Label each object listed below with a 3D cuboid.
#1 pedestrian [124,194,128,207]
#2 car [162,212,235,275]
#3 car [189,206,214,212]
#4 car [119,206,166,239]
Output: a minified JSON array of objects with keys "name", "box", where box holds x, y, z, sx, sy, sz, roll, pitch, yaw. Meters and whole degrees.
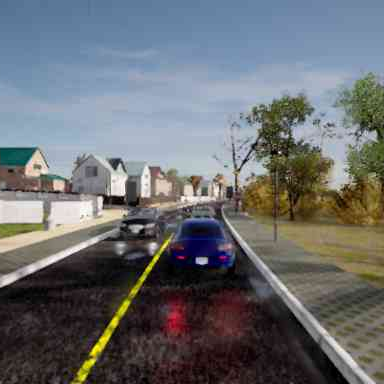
[{"name":"pedestrian","box":[-8.098,0.883,41.572,0.375,1.860,0.375,0,-3,3]},{"name":"car","box":[0.262,1.539,10.406,1.812,1.442,4.674,0,-1,0]},{"name":"car","box":[0.724,1.649,23.218,1.895,1.301,4.718,0,0,3]},{"name":"car","box":[-2.462,1.520,17.537,2.128,1.511,4.902,0,0,2]}]
